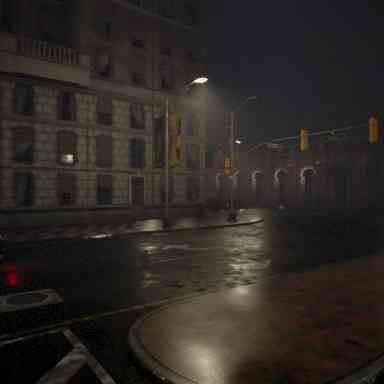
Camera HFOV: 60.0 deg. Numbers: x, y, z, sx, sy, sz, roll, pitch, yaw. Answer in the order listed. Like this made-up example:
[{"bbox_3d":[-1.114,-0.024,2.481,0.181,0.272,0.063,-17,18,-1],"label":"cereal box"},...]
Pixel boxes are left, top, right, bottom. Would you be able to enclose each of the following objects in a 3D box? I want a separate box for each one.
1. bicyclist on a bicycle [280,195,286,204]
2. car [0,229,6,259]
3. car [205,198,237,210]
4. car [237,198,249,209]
[{"bbox_3d":[15.449,1.300,56.436,1.656,1.620,0.582,0,0,-36],"label":"bicyclist on a bicycle"},{"bbox_3d":[-7.529,1.491,8.446,4.902,1.511,2.128,0,0,-35],"label":"car"},{"bbox_3d":[2.966,1.491,43.026,2.128,1.511,4.902,0,0,-36],"label":"car"},{"bbox_3d":[5.710,1.525,45.207,1.812,1.442,4.674,0,0,-36],"label":"car"}]
